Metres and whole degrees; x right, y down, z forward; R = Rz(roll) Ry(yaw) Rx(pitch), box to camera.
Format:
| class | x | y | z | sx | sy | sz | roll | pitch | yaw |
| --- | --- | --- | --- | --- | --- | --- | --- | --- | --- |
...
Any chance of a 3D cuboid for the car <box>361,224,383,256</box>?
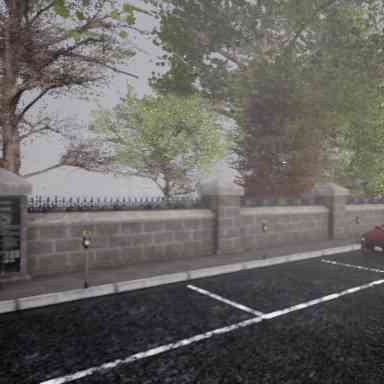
| class | x | y | z | sx | sy | sz | roll | pitch | yaw |
| --- | --- | --- | --- | --- | --- | --- | --- | --- | --- |
| car | 7.968 | 1.636 | 12.245 | 4.507 | 1.381 | 1.887 | 0 | 0 | -36 |
